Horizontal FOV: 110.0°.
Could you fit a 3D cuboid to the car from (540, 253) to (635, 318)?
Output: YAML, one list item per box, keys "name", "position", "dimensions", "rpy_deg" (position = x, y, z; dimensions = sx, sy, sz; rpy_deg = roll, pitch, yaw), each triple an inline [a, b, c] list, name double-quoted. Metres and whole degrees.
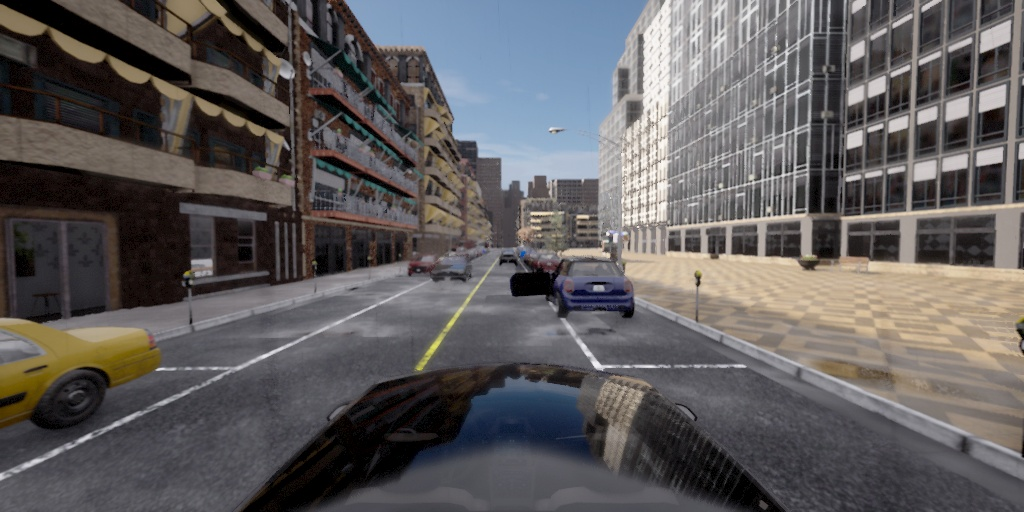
- name: "car"
  position: [2.270, 0.796, 11.601]
  dimensions: [2.097, 1.767, 4.553]
  rpy_deg: [0, 2, -1]

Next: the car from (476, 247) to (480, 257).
- name: "car"
  position: [-6.309, -0.238, 52.754]
  dimensions: [2.007, 1.370, 4.403]
  rpy_deg: [0, 0, -1]

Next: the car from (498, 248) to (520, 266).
- name: "car"
  position: [-0.374, 0.185, 36.900]
  dimensions: [1.837, 1.490, 4.892]
  rpy_deg: [0, 2, 0]

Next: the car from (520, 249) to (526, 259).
- name: "car"
  position: [2.204, 0.113, 41.807]
  dimensions: [1.802, 1.307, 4.207]
  rpy_deg: [0, 0, -1]

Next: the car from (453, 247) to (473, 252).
- name: "car"
  position: [-6.176, -0.144, 41.706]
  dimensions: [2.192, 1.841, 5.009]
  rpy_deg: [0, 0, -1]

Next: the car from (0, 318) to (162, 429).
- name: "car"
  position: [-5.704, 1.239, 2.871]
  dimensions: [1.751, 1.417, 4.829]
  rpy_deg: [0, 0, -1]

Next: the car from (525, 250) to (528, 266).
- name: "car"
  position: [2.336, 0.389, 30.930]
  dimensions: [1.751, 1.417, 4.829]
  rpy_deg: [0, 0, -1]

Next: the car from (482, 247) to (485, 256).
- name: "car"
  position: [-6.443, -0.549, 63.801]
  dimensions: [1.948, 1.339, 4.313]
  rpy_deg: [0, 0, -1]

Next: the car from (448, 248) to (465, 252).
- name: "car"
  position: [-6.107, 0.232, 36.013]
  dimensions: [1.751, 1.417, 4.829]
  rpy_deg: [0, 0, -1]

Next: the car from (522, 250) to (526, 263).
- name: "car"
  position: [2.271, 0.279, 36.284]
  dimensions: [1.802, 1.307, 4.207]
  rpy_deg: [0, 0, -1]

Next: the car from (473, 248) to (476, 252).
- name: "car"
  position: [-6.242, -0.074, 47.231]
  dimensions: [2.007, 1.370, 4.403]
  rpy_deg: [0, 0, -1]

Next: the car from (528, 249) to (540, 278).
- name: "car"
  position: [2.406, 0.470, 25.236]
  dimensions: [1.967, 1.591, 4.097]
  rpy_deg: [0, 0, -1]

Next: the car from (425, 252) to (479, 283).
- name: "car"
  position: [-3.334, 0.708, 21.053]
  dimensions: [2.033, 1.411, 5.357]
  rpy_deg: [0, 2, -1]

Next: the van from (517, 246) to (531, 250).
- name: "van"
  position: [2.071, -0.457, 52.855]
  dimensions: [1.690, 1.789, 3.998]
  rpy_deg: [0, 0, -1]

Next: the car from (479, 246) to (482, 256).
- name: "car"
  position: [-6.376, -0.512, 58.277]
  dimensions: [1.967, 1.591, 4.097]
  rpy_deg: [0, 0, -1]

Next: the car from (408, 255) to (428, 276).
- name: "car"
  position: [-5.974, 0.584, 25.136]
  dimensions: [1.888, 1.381, 4.507]
  rpy_deg: [0, 0, -1]
